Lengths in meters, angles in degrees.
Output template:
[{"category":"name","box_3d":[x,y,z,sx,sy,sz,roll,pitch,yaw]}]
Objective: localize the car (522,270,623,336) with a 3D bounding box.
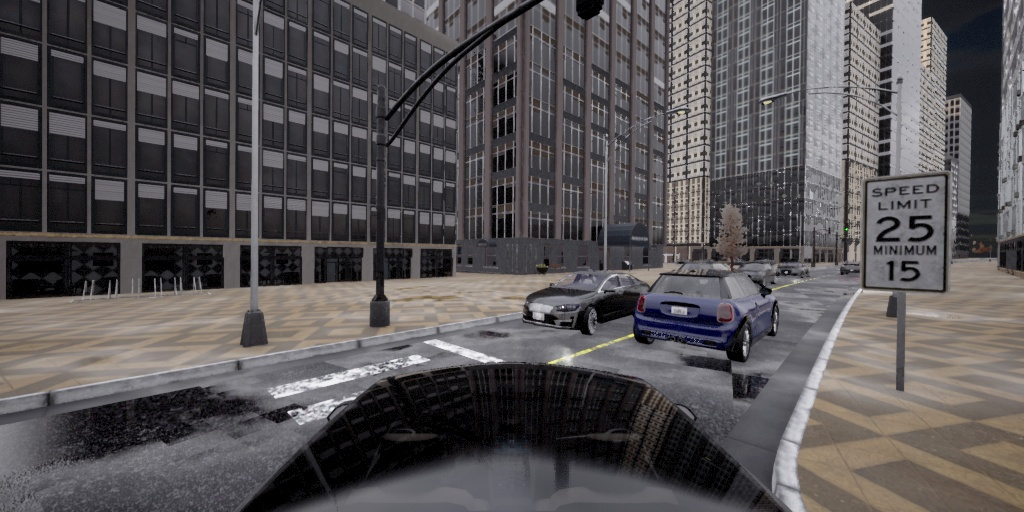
[{"category":"car","box_3d":[2.353,1.189,10.431,2.128,1.511,4.902,1,1,44]}]

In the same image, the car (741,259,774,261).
[{"category":"car","box_3d":[15.991,1.174,23.711,4.892,1.490,1.837,-1,1,-43]}]

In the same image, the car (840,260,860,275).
[{"category":"car","box_3d":[34.486,1.172,36.012,4.902,1.511,2.128,0,1,-41]}]

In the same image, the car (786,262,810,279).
[{"category":"car","box_3d":[24.641,1.220,31.583,4.181,1.385,1.994,0,1,-41]}]

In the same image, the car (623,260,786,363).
[{"category":"car","box_3d":[4.773,1.089,8.537,2.097,1.767,4.553,1,1,45]}]

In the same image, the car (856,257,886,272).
[{"category":"car","box_3d":[44.277,1.010,44.183,4.553,1.767,2.097,0,1,-39]}]
